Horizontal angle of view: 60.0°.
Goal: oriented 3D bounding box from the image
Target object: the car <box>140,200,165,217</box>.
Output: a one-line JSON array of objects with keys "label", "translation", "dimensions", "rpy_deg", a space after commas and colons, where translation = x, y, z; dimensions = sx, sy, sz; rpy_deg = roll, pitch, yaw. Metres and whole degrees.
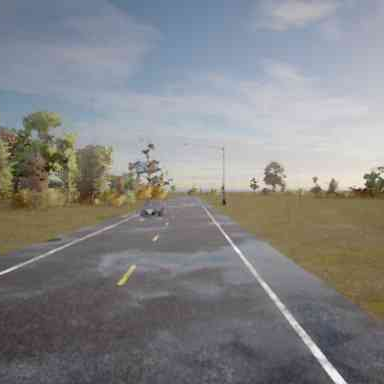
[{"label": "car", "translation": [-3.597, 1.492, 30.881], "dimensions": [2.128, 1.511, 4.902], "rpy_deg": [0, 0, 0]}]
